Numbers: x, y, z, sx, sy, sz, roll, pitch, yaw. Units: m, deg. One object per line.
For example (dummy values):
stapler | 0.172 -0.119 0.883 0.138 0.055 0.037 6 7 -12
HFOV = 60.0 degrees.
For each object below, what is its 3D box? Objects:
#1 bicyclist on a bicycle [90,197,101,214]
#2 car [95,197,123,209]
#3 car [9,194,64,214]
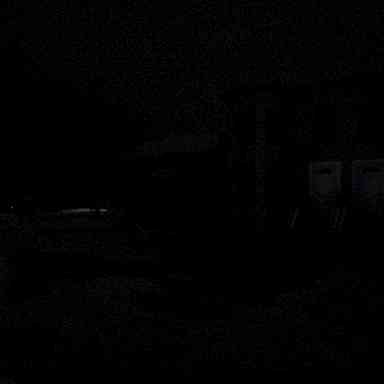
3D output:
bicyclist on a bicycle | -9.426 1.344 32.352 1.656 1.620 0.582 0 1 36
car | -10.796 1.478 44.735 1.882 1.535 5.008 0 0 36
car | -16.853 1.221 36.433 2.150 2.045 5.566 0 0 36
